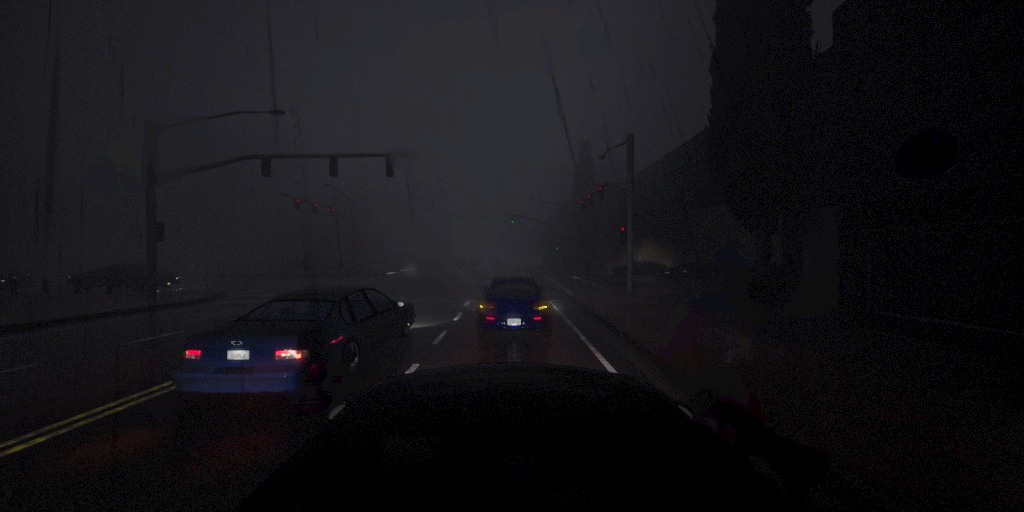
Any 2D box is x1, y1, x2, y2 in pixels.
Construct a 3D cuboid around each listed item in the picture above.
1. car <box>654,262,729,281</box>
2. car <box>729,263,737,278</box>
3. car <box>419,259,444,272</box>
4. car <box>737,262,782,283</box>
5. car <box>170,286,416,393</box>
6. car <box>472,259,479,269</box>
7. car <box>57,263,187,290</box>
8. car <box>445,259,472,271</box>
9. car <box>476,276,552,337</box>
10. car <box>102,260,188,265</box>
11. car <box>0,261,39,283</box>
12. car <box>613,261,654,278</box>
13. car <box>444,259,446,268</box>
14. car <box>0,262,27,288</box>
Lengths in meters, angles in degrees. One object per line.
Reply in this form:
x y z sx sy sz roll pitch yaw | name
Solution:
14.828 1.254 29.813 4.892 1.490 1.837 0 0 0 | car
21.635 1.297 33.298 5.357 1.411 2.033 0 0 0 | car
-10.800 1.227 47.212 1.882 1.535 5.008 0 0 1 | car
19.639 1.227 26.099 5.008 1.535 1.882 0 0 0 | car
-3.448 1.297 7.044 2.033 1.411 5.357 0 0 0 | car
-7.057 1.226 58.804 1.882 1.535 5.008 0 0 2 | car
-23.515 1.297 21.782 5.357 1.411 2.033 0 0 0 | car
-7.266 1.240 49.262 2.128 1.511 4.902 0 0 1 | car
0.059 1.276 10.146 1.812 1.442 4.674 0 0 0 | car
-26.302 1.254 25.269 4.892 1.490 1.837 0 0 0 | car
-36.987 1.275 25.228 4.674 1.442 1.812 0 0 0 | car
11.897 1.241 33.318 4.902 1.511 2.128 0 0 0 | car
-10.614 1.254 56.550 1.837 1.490 4.892 0 0 1 | car
-33.248 1.254 21.736 4.892 1.490 1.837 0 0 0 | car
